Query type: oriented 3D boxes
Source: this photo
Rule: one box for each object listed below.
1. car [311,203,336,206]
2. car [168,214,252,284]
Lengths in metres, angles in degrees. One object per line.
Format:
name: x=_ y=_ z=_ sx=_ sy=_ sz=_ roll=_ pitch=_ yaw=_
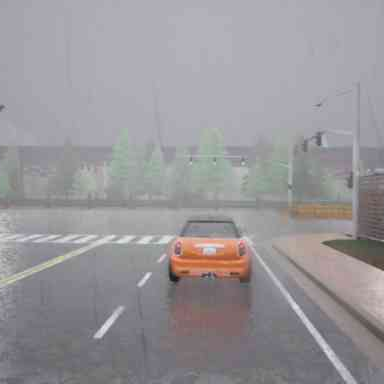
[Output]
car: x=14.722 y=2.041 z=38.505 sx=4.892 sy=1.490 sz=1.837 roll=0 pitch=-1 yaw=2
car: x=0.580 y=1.471 z=10.181 sx=2.097 sy=1.767 sz=4.553 roll=0 pitch=-1 yaw=4
